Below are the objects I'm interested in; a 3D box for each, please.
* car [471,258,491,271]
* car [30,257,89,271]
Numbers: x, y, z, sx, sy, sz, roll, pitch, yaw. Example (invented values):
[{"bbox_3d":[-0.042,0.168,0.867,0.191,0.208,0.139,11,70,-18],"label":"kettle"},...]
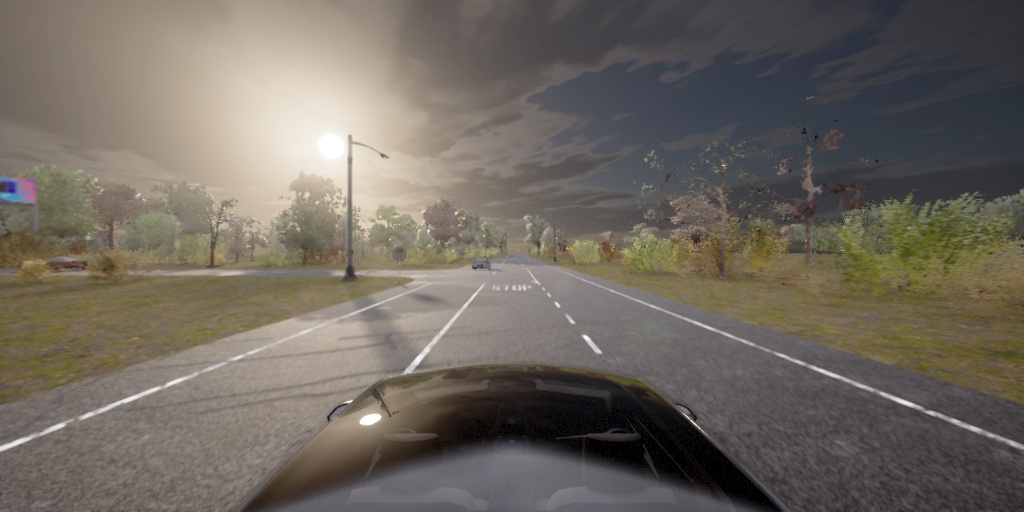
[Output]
[{"bbox_3d":[-3.456,0.935,41.023,1.994,1.385,4.181,0,1,0],"label":"car"},{"bbox_3d":[-48.609,0.848,38.537,5.008,1.535,1.882,0,0,2],"label":"car"}]
